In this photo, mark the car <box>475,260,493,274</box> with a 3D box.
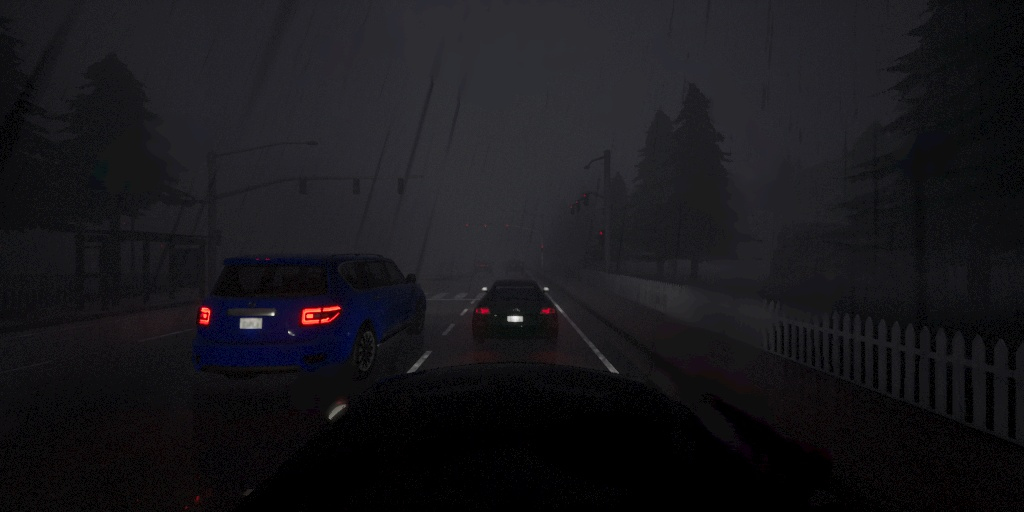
[{"bbox_3d":[-3.231,1.245,41.865,2.128,1.511,4.902,0,0,0],"label":"car"}]

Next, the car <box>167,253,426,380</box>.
[{"bbox_3d":[-3.403,0.972,7.385,2.150,2.045,5.566,0,0,0],"label":"car"}]

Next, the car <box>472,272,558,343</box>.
[{"bbox_3d":[0.091,1.314,9.664,1.994,1.385,4.181,0,0,1],"label":"car"}]

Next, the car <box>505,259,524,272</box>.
[{"bbox_3d":[0.272,1.103,42.408,2.097,1.767,4.553,0,0,0],"label":"car"}]
